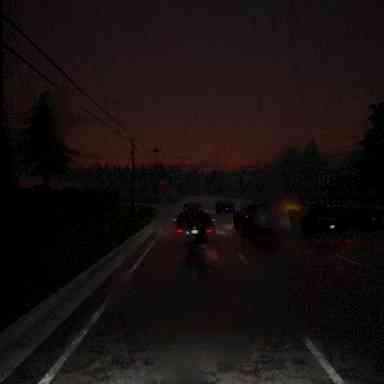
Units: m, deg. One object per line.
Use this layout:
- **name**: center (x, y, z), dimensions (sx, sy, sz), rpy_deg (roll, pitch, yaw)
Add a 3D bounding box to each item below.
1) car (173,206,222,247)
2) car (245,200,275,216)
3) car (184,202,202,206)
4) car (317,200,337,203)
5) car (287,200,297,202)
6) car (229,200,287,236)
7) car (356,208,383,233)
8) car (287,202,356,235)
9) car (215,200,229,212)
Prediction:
- **car**: center (0.100, 1.596, 15.351), dimensions (2.033, 1.411, 5.357), rpy_deg (0, 0, 0)
- **car**: center (7.101, 1.603, 35.308), dimensions (2.128, 1.511, 4.902), rpy_deg (0, 0, 0)
- **car**: center (0.101, 1.705, 33.764), dimensions (1.895, 1.301, 4.718), rpy_deg (0, 0, 0)
- **car**: center (14.100, 1.603, 35.300), dimensions (2.128, 1.511, 4.902), rpy_deg (0, 0, 0)
- **car**: center (10.601, 1.594, 36.888), dimensions (1.882, 1.535, 5.008), rpy_deg (0, 0, 0)
- **car**: center (3.600, 1.412, 19.003), dimensions (2.097, 1.767, 4.553), rpy_deg (0, 0, 0)
- **car**: center (10.600, 1.628, 20.156), dimensions (1.994, 1.385, 4.181), rpy_deg (0, 0, 0)
- **car**: center (7.101, 1.552, 19.221), dimensions (2.128, 1.511, 4.902), rpy_deg (0, 0, 0)
- **car**: center (3.601, 1.592, 36.888), dimensions (1.882, 1.535, 5.008), rpy_deg (0, 0, 0)
